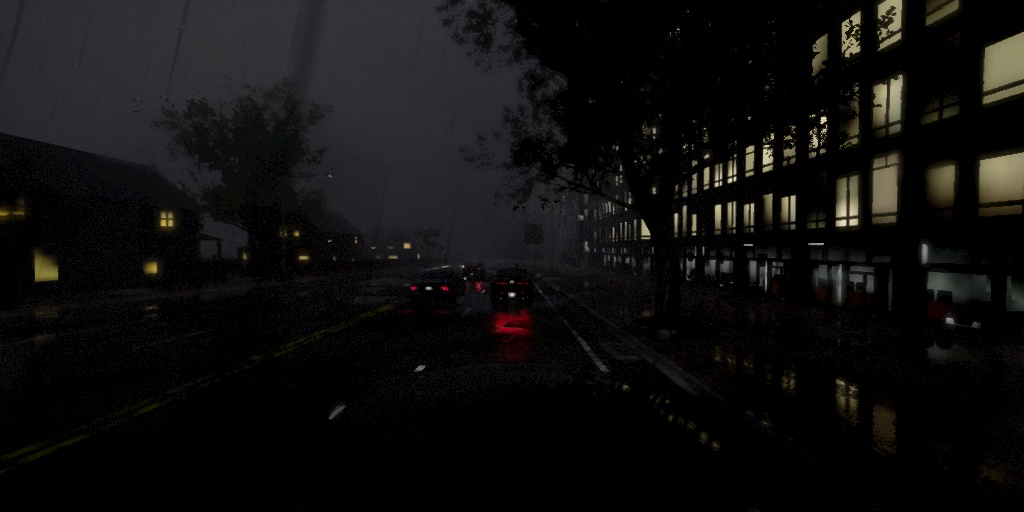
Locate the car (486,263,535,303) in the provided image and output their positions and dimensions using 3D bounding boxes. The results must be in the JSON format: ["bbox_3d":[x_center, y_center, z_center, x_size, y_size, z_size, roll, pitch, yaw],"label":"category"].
[{"bbox_3d":[0.000,1.268,16.504,1.837,1.490,4.892,0,0,0],"label":"car"}]

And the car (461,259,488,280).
[{"bbox_3d":[-3.249,1.259,31.507,2.128,1.511,4.902,0,0,0],"label":"car"}]

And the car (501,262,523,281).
[{"bbox_3d":[0.001,1.297,31.508,1.812,1.442,4.674,0,0,0],"label":"car"}]

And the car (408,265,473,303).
[{"bbox_3d":[-3.250,1.315,16.504,2.033,1.411,5.357,0,0,0],"label":"car"}]
